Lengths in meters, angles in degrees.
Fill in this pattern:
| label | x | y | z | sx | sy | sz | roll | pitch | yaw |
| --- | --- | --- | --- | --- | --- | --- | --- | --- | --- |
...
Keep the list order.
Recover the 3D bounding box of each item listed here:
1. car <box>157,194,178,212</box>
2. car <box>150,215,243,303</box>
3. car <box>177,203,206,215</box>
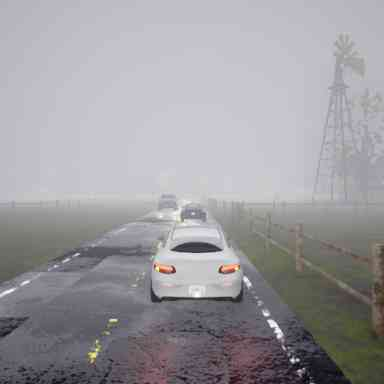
| label | x | y | z | sx | sy | sz | roll | pitch | yaw |
| --- | --- | --- | --- | --- | --- | --- | --- | --- | --- |
| car | -2.781 | 1.212 | 39.335 | 2.150 | 2.045 | 5.566 | 0 | 0 | 0 |
| car | 0.095 | 1.525 | 8.079 | 1.812 | 1.442 | 4.674 | 0 | 0 | 0 |
| car | 0.099 | 1.558 | 26.384 | 1.994 | 1.385 | 4.181 | 0 | 0 | 0 |
